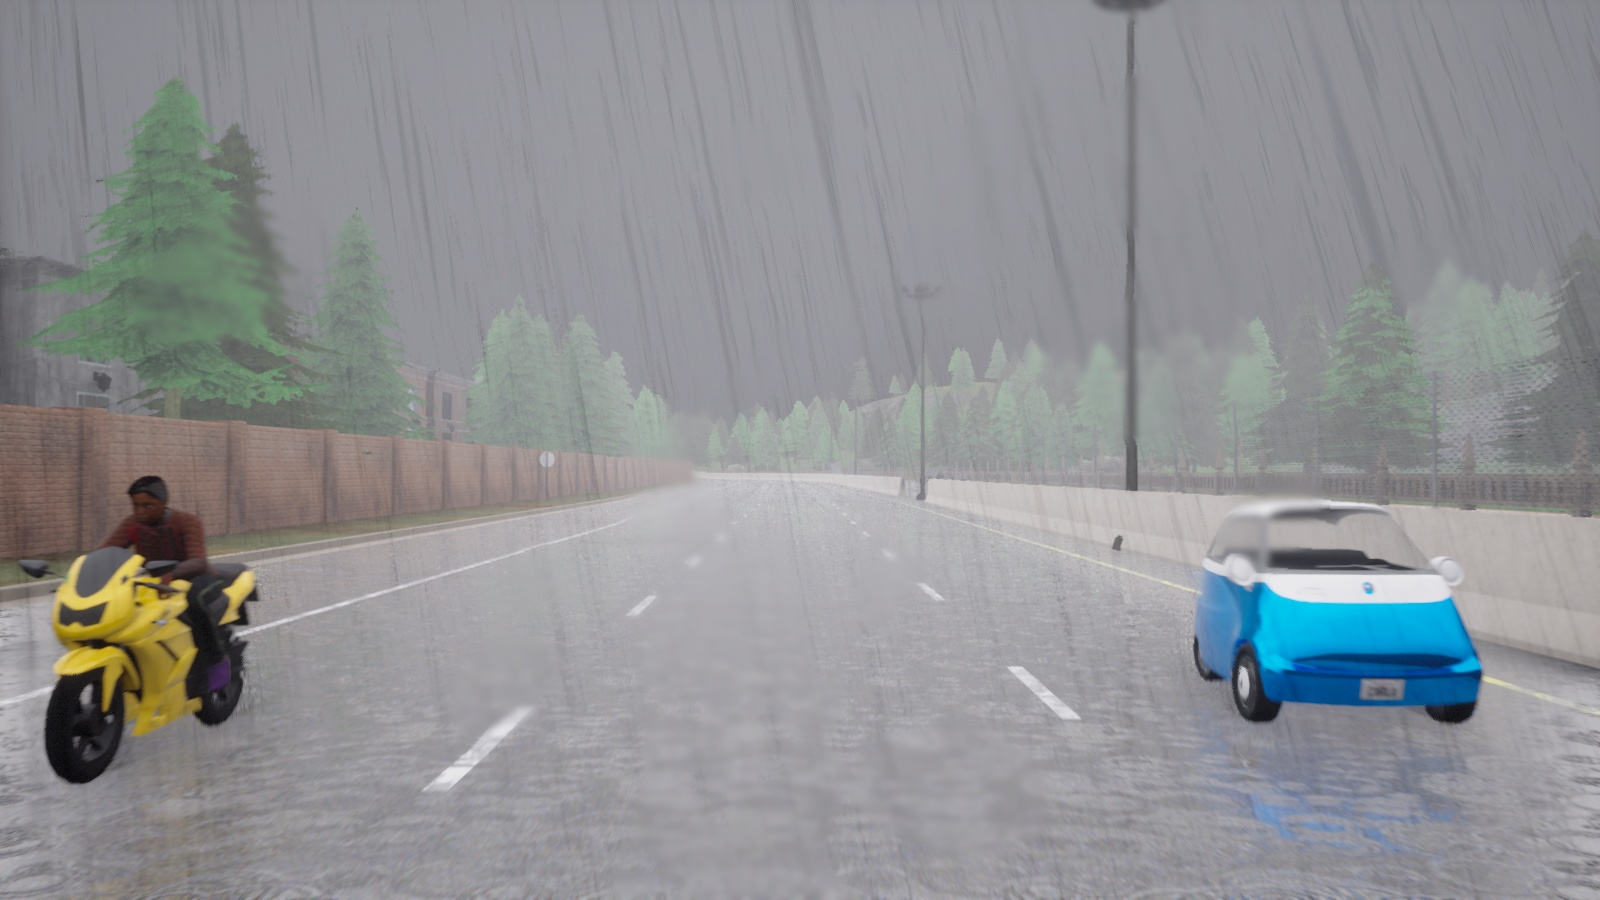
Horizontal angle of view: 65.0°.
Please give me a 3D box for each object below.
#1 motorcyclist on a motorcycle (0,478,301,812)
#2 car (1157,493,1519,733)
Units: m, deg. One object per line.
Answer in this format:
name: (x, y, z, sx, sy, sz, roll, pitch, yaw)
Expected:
motorcyclist on a motorcycle: (-3.517, 0.925, 6.822, 0.797, 1.523, 2.044, 0, -1, 0)
car: (3.479, 0.998, 8.501, 1.481, 1.376, 2.207, 0, -1, 0)
